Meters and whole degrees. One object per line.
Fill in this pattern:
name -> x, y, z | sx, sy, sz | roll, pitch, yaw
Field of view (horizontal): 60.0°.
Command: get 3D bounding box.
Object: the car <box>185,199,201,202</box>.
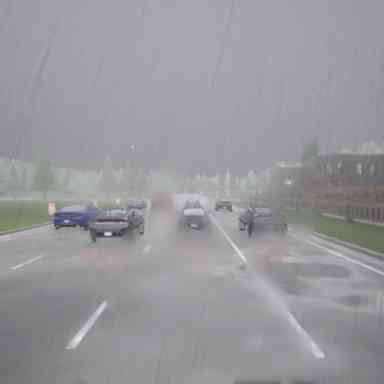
car -> 0.108, 1.541, 39.969 | 1.994, 1.385, 4.181 | 0, 0, 0

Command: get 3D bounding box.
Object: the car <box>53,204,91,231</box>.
car -> -6.896, 1.466, 20.770 | 1.882, 1.535, 5.008 | 0, 0, 0

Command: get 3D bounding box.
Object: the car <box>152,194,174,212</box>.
car -> -3.392, 1.199, 39.209 | 2.150, 2.045, 5.566 | 0, 0, 0

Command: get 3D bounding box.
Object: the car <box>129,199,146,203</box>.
car -> -6.892, 1.540, 42.040 | 1.994, 1.385, 4.181 | 0, 0, 0

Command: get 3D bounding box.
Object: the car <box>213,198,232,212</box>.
car -> 3.608, 1.482, 39.194 | 1.837, 1.490, 4.892 | 0, 0, 0

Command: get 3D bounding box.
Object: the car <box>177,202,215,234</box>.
car -> 0.104, 1.515, 18.943 | 1.812, 1.442, 4.674 | 0, 0, 0

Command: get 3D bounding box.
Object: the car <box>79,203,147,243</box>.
car -> -3.397, 1.482, 15.875 | 2.128, 1.511, 4.902 | 0, 0, 0

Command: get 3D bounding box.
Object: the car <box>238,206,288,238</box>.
car -> 3.604, 1.480, 17.550 | 2.128, 1.511, 4.902 | 0, 0, 0
